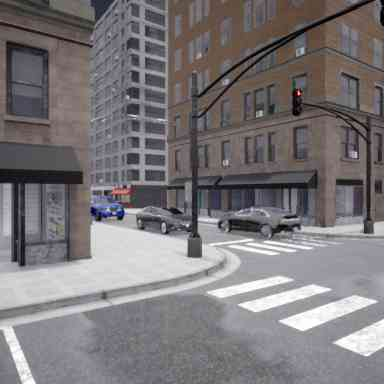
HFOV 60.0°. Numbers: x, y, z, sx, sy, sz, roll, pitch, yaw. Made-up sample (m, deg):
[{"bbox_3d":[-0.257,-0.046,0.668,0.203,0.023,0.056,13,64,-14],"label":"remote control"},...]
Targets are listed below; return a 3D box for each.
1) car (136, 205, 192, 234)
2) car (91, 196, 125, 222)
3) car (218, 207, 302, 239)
[{"bbox_3d":[-1.660,1.574,19.844,1.837,1.490,4.892,0,0,-35],"label":"car"},{"bbox_3d":[-7.702,1.336,28.328,2.150,2.045,5.566,0,0,-36],"label":"car"},{"bbox_3d":[3.442,1.538,17.697,2.128,1.511,4.902,0,0,-38],"label":"car"}]
